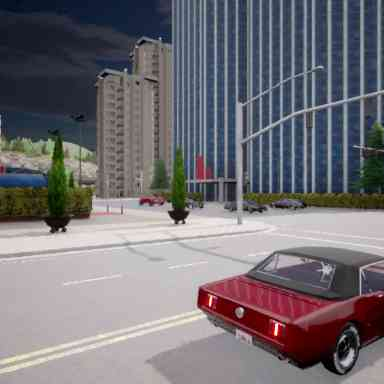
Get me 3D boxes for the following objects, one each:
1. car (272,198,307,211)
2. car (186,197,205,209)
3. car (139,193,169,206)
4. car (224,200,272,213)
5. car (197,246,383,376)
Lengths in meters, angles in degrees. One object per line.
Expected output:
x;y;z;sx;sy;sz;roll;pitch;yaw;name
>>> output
11.678;1.491;40.788;2.128;1.511;4.902;0;0;-36;car
-0.295;1.505;45.106;1.837;1.490;4.892;0;0;-36;car
-6.561;1.220;53.765;2.150;2.045;5.566;0;0;-36;car
5.809;1.547;36.699;2.033;1.411;5.357;0;0;-36;car
2.493;1.601;5.586;4.718;1.301;1.895;0;0;-35;car
